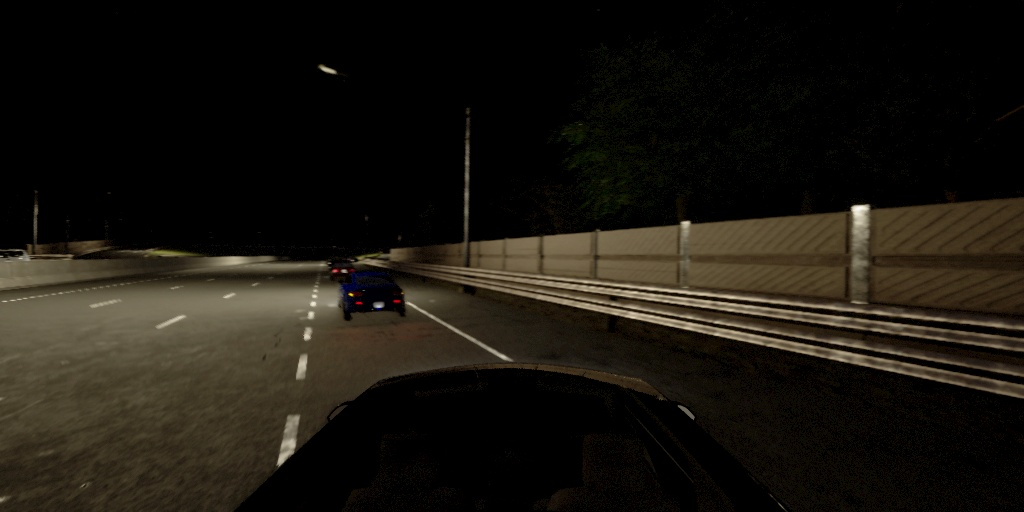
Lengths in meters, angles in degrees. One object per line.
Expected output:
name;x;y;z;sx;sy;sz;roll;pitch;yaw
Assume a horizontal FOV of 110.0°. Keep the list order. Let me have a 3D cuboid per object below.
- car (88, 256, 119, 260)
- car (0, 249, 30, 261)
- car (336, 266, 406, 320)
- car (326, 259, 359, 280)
car;-41.064;0.770;35.953;1.882;1.535;5.008;1;0;-27
car;-40.839;0.465;28.002;2.150;2.045;5.566;1;1;-27
car;-4.934;1.238;12.443;1.812;1.442;4.674;1;0;-28
car;-14.164;1.192;29.965;2.033;1.411;5.357;1;0;-28
